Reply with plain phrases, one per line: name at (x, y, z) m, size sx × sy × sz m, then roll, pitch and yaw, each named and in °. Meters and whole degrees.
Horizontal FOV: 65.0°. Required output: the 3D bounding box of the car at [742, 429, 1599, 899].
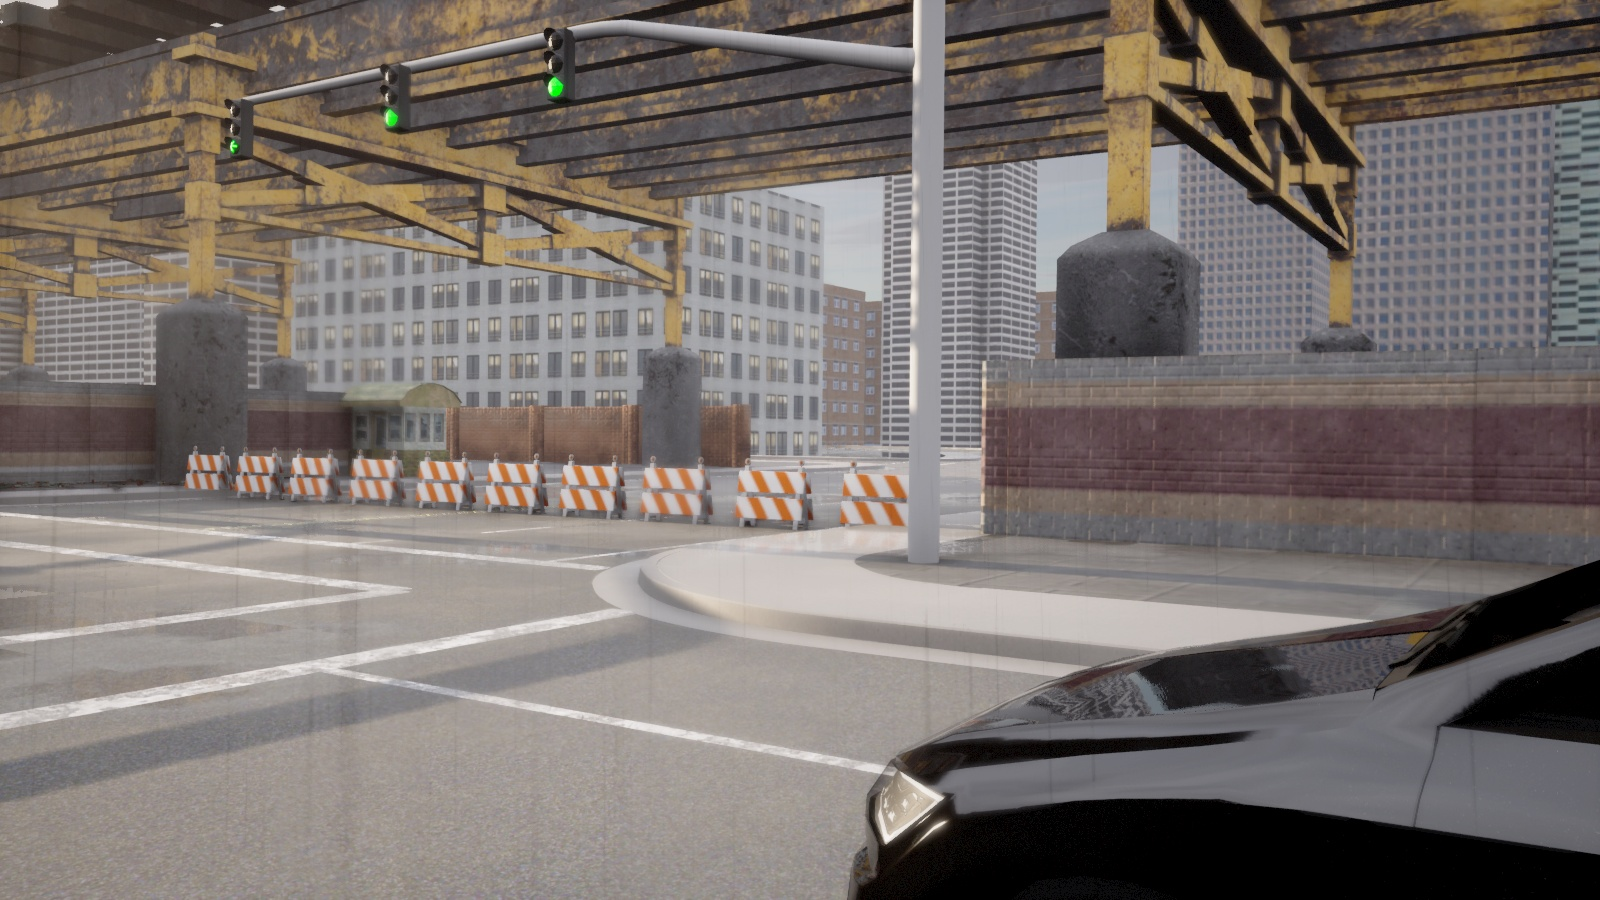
car at (2.136, 0.696, 2.204) m, size 4.193 × 1.474 × 1.816 m, roll 0°, pitch 1°, yaw 34°
